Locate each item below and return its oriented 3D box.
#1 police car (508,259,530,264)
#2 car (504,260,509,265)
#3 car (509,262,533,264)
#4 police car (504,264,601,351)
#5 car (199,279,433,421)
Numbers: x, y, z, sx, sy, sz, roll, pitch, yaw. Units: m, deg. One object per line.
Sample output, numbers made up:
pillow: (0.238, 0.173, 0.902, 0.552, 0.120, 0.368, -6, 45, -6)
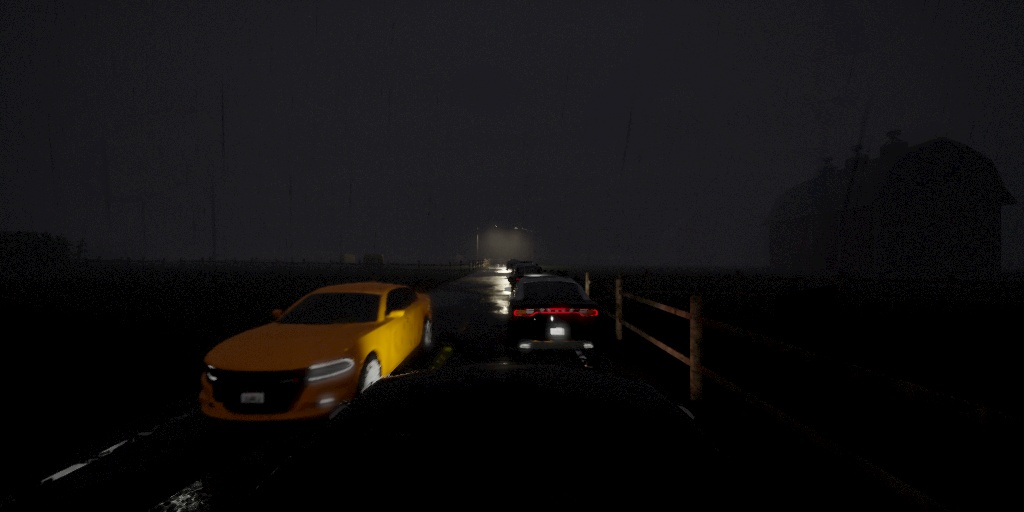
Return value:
police car: (0.886, 1.173, 25.123, 1.930, 1.638, 5.238, 0, 0, 0)
car: (0.188, 1.220, 49.495, 1.882, 1.535, 5.008, 0, 0, 1)
car: (0.868, 1.253, 19.012, 1.837, 1.490, 4.892, 0, 0, 0)
police car: (0.841, 1.174, 9.123, 1.930, 1.638, 5.238, 0, 0, 0)
car: (-2.741, 1.227, 6.295, 1.882, 1.535, 5.008, 0, 0, 0)
